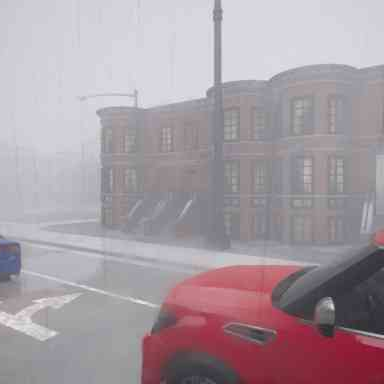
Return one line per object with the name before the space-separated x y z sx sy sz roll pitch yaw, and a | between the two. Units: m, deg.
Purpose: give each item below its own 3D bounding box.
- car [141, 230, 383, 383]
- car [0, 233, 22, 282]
car | 2.140 1.221 2.463 5.566 2.045 2.150 0 0 36
car | -6.340 1.479 8.515 5.008 1.535 1.882 0 0 36
